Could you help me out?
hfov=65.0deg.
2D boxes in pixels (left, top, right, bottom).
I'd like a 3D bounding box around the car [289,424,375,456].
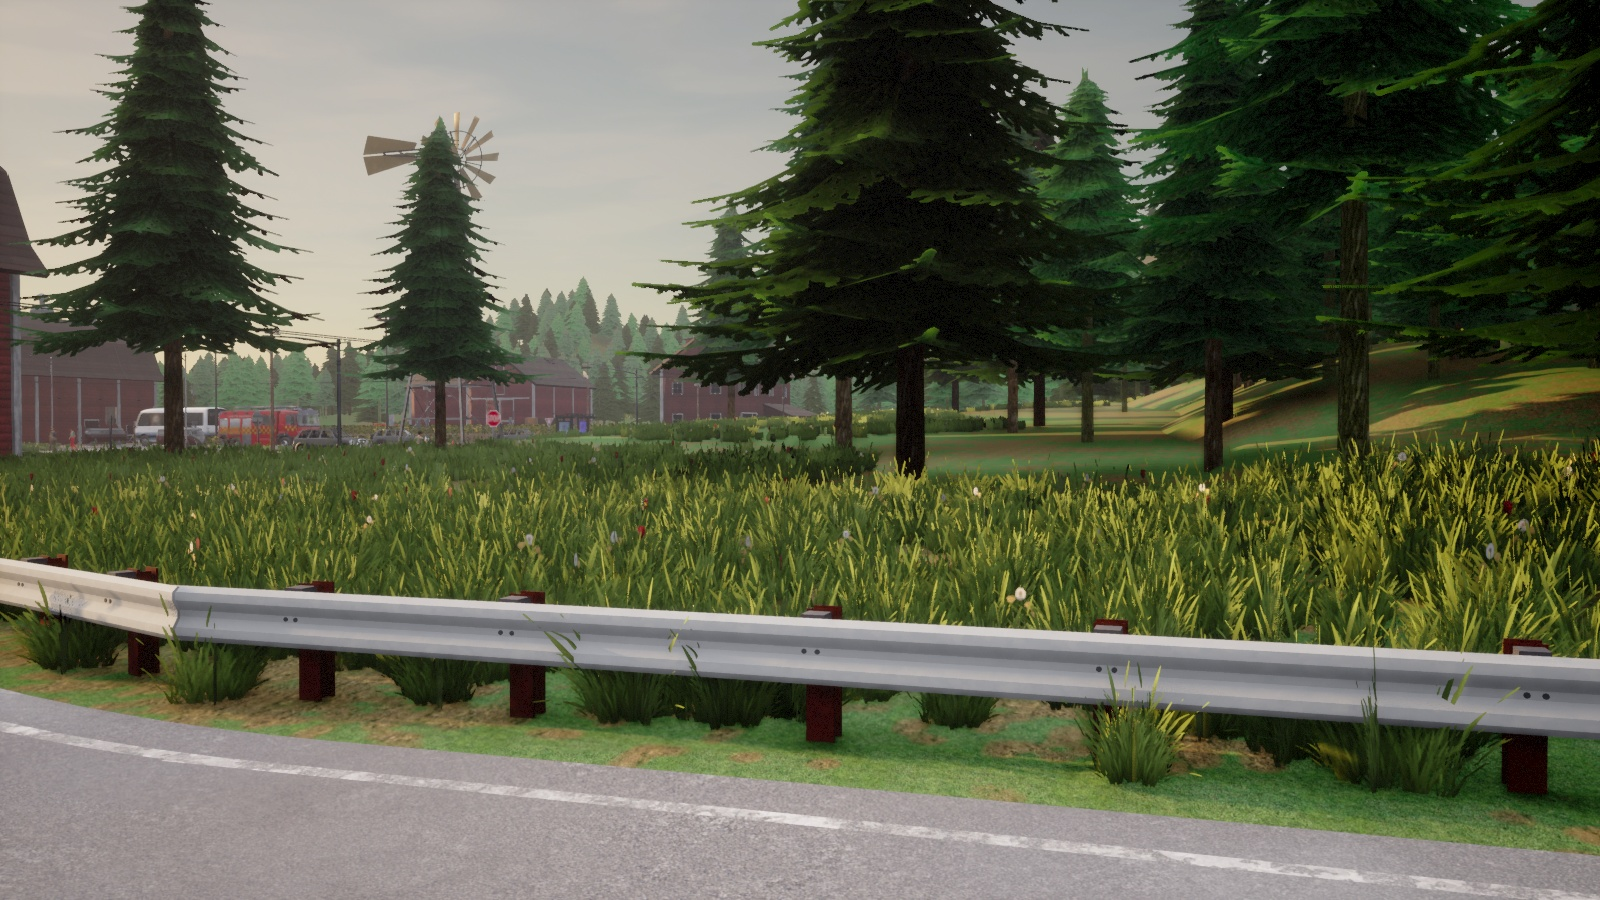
[{"bbox_3d":[-27.649,-0.622,74.244,4.605,1.855,1.932,1,1,19],"label":"car"}]
